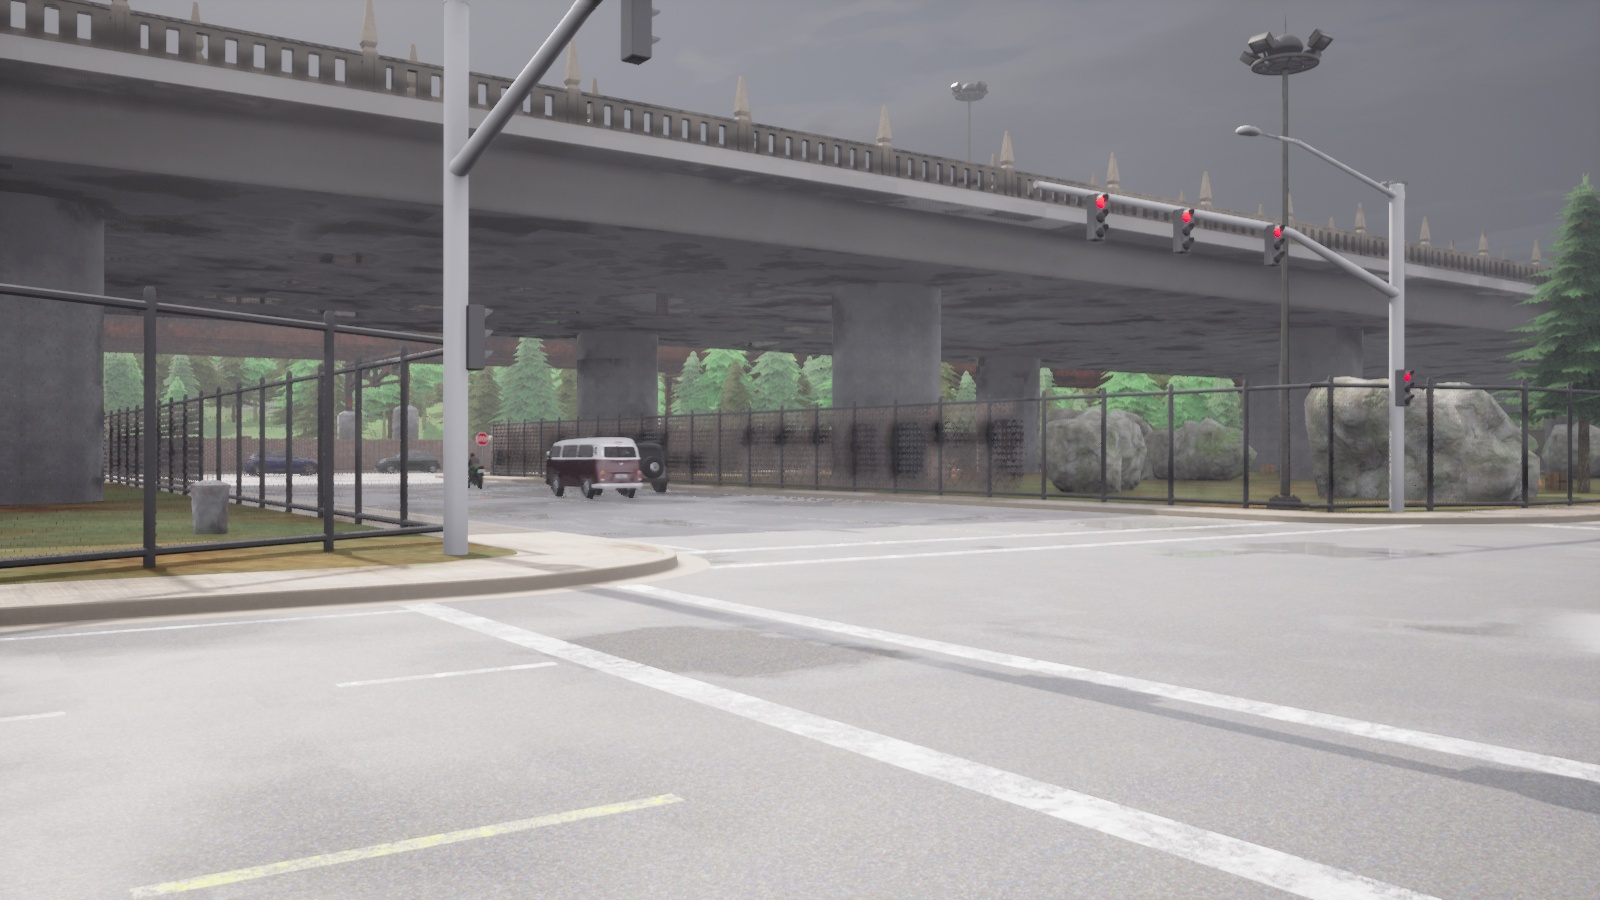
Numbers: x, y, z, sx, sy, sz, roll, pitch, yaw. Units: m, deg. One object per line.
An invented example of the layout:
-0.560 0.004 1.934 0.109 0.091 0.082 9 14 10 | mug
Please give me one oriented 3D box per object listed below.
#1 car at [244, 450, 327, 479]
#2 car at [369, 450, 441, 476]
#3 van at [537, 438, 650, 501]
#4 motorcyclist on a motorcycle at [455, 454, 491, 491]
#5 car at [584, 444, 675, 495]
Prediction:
-32.541 0.911 79.499 4.553 1.767 2.097 0 0 -34 | car
-28.501 0.924 90.635 4.553 1.767 2.097 0 0 -34 | car
-7.103 0.632 42.934 2.069 2.038 4.480 0 0 -35 | van
-13.602 0.928 52.224 0.797 1.523 2.044 0 0 -35 | motorcyclist on a motorcycle
-6.599 0.715 48.320 1.905 1.878 3.866 0 0 -35 | car
